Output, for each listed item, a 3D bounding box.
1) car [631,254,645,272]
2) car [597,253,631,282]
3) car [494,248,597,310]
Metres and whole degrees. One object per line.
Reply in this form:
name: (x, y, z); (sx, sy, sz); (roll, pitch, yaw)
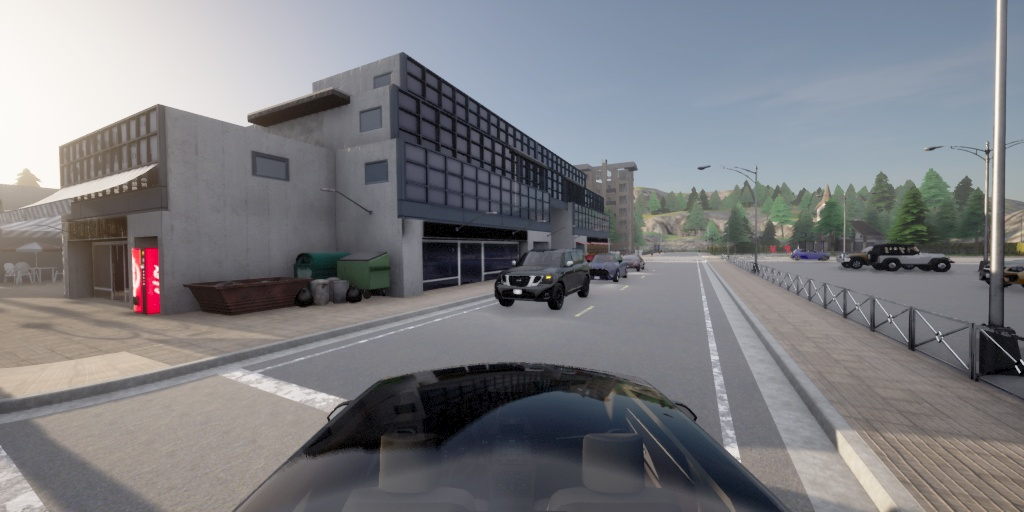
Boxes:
car: (10.560, 0.547, 31.731); (1.812, 1.442, 4.674); (0, 1, 27)
car: (5.901, 0.619, 22.621); (2.097, 1.767, 4.553); (0, 1, 27)
car: (1.428, 0.725, 13.861); (2.150, 2.045, 5.566); (0, 1, 27)
